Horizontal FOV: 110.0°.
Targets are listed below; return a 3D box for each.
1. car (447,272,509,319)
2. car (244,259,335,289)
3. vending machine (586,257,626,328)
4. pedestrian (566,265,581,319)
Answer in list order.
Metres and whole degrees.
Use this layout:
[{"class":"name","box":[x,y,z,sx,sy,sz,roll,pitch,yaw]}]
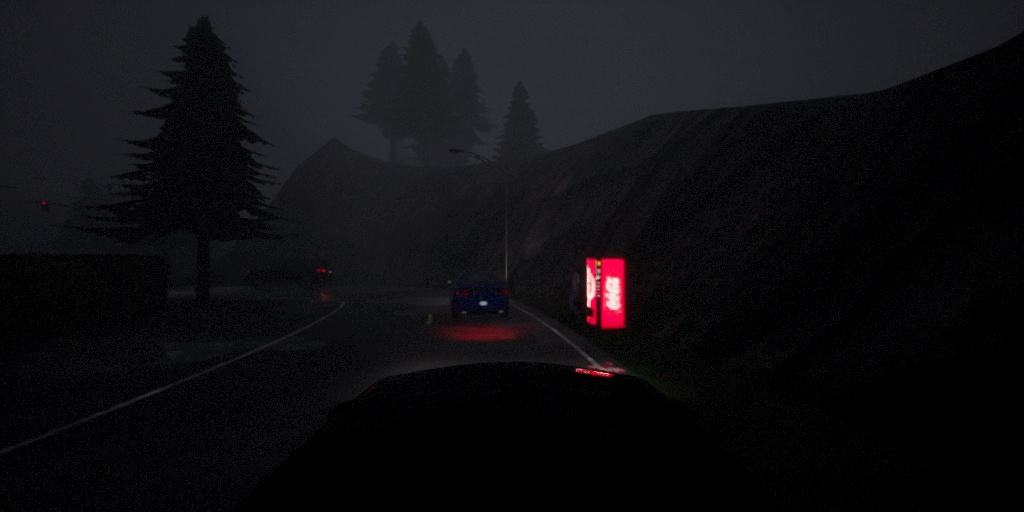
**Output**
[{"class":"car","box":[-1.389,1.336,13.553,1.882,1.535,5.008,0,-1,-12]},{"class":"car","box":[-15.270,1.196,24.845,5.566,2.045,2.150,0,-1,0]},{"class":"vending machine","box":[2.824,1.025,10.853,1.100,2.100,0.880,0,0,-9]},{"class":"pedestrian","box":[2.129,1.134,11.883,0.375,1.860,0.375,0,-1,-11]}]
